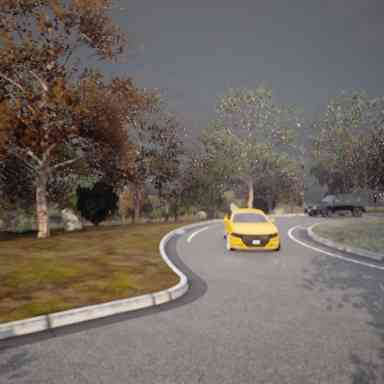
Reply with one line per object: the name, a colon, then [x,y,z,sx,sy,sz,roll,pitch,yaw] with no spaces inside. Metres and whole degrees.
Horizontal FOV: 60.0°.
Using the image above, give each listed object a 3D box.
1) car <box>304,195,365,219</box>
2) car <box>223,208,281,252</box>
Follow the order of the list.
car: [12.755,1.259,29.682,5.566,2.045,2.150,0,-1,-19]
car: [2.361,1.492,14.239,1.882,1.535,5.008,0,0,2]
